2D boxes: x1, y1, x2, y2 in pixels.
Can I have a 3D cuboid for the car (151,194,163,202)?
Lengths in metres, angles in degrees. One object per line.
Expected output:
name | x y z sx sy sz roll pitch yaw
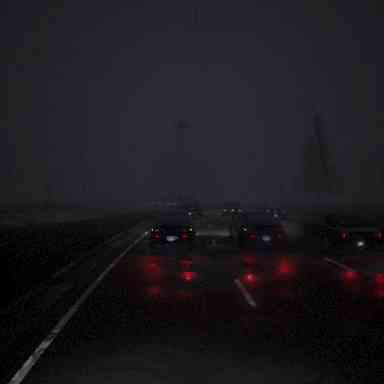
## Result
car | -7.389 1.345 73.505 2.097 1.767 4.553 0 0 11

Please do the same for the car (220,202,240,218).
car | 3.527 1.561 29.597 2.033 1.411 5.357 0 0 5

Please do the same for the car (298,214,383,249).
car | 6.228 1.613 14.502 1.895 1.301 4.718 0 0 0

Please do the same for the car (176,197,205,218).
car | 0.041 1.514 29.907 1.837 1.490 4.892 0 0 5

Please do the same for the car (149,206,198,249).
car | -0.772 1.530 14.456 1.812 1.442 4.674 0 0 0

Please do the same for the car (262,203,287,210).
car | 7.016 1.614 29.317 1.895 1.301 4.718 0 0 5

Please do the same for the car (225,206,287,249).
car | 2.728 1.530 14.464 1.812 1.442 4.674 0 0 0

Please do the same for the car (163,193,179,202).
car | -3.970 1.215 72.754 2.150 2.045 5.566 0 0 11

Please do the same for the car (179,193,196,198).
car | -0.539 1.215 72.062 2.150 2.045 5.566 0 0 11
